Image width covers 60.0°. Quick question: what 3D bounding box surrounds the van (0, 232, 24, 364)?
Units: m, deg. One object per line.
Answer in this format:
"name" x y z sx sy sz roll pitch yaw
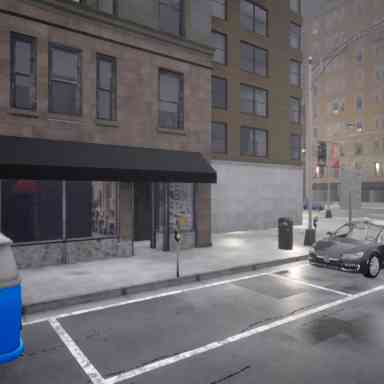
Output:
"van" -3.906 1.341 3.401 3.998 1.788 1.690 0 0 -36

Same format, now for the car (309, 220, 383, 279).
"car" 5.304 1.550 9.990 4.403 1.369 2.008 0 0 -36

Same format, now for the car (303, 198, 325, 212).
"car" 12.184 1.373 36.686 1.882 1.535 5.008 0 0 -36
